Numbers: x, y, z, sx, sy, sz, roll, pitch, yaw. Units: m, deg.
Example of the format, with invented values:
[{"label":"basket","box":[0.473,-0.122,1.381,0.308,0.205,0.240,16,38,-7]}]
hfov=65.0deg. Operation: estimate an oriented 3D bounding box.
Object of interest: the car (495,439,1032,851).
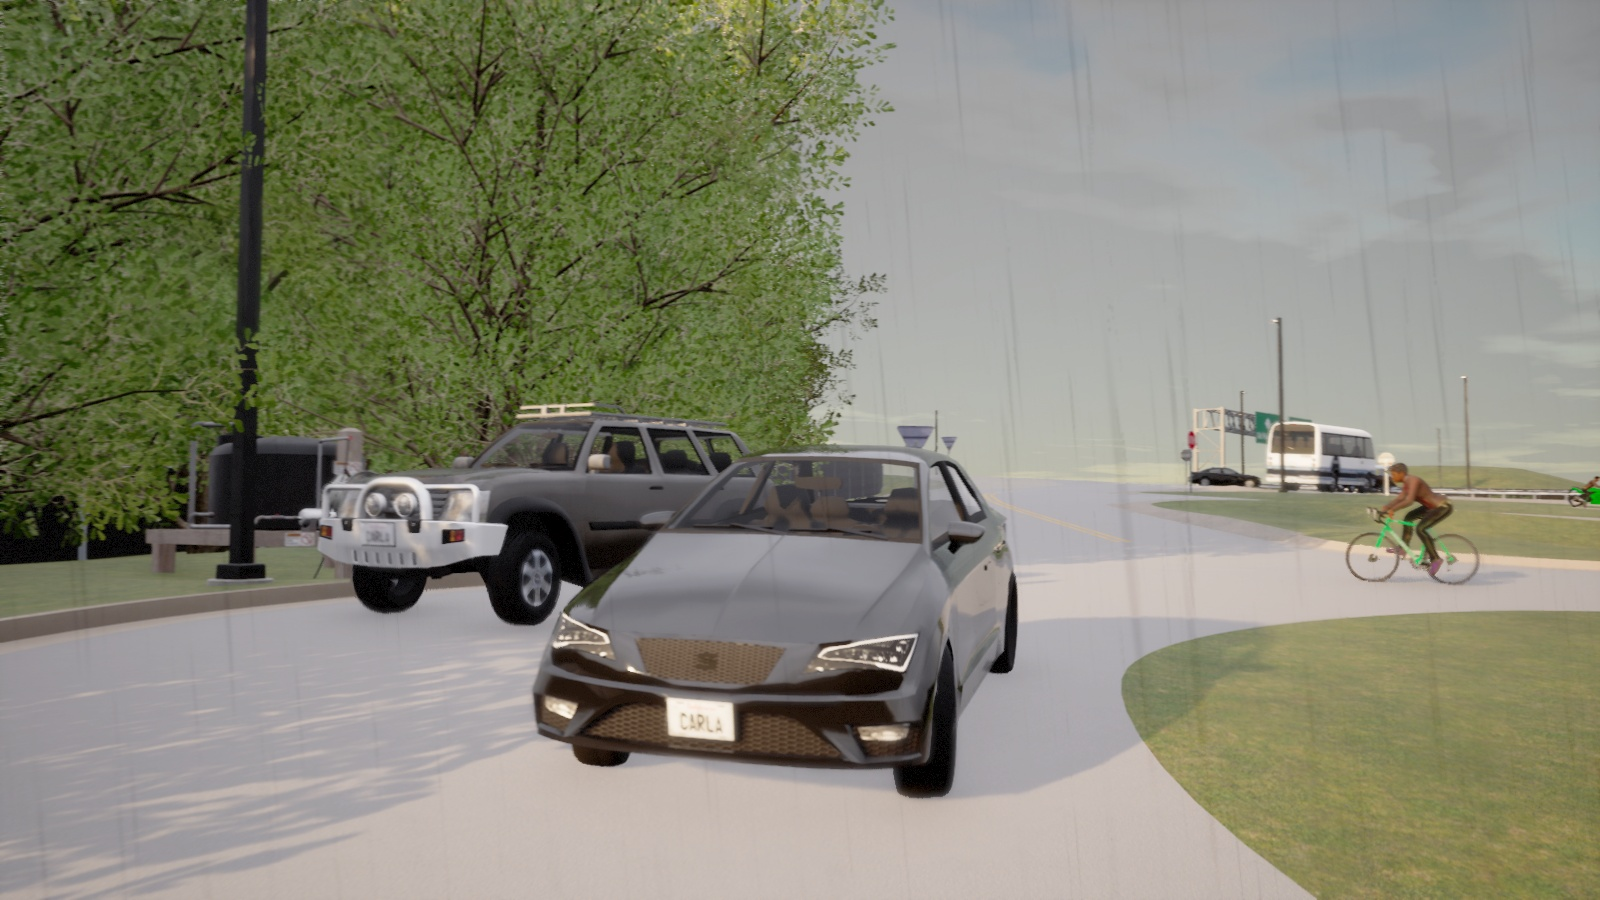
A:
[{"label":"car","box":[0.173,0.718,6.986,1.816,1.474,4.193,1,2,16]}]

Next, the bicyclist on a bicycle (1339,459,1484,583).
[{"label":"bicyclist on a bicycle","box":[8.172,0.933,16.845,1.656,1.620,0.582,0,-2,15]}]

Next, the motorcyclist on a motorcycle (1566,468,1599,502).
[{"label":"motorcyclist on a motorcycle","box":[36.967,1.657,58.447,2.044,1.523,0.797,2,-1,44]}]

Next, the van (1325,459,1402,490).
[{"label":"van","box":[39.675,1.727,88.425,4.480,2.038,2.069,2,-1,-5]}]

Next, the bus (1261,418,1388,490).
[{"label":"bus","box":[33.752,0.315,80.518,3.944,4.253,10.273,2,0,44]}]

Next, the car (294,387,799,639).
[{"label":"car","box":[-2.078,0.547,11.704,1.932,1.855,4.605,-1,-2,33]}]

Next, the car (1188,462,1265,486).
[{"label":"car","box":[30.771,1.749,90.709,5.008,1.535,1.882,2,-2,13]}]
